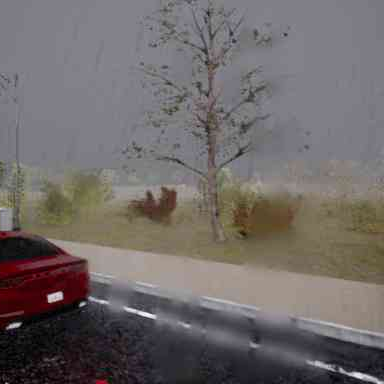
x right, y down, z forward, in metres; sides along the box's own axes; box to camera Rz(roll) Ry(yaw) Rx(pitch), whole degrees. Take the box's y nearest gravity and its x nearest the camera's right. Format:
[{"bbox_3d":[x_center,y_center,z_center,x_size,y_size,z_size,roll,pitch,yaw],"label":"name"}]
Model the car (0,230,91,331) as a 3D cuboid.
[{"bbox_3d":[-4.163,1.524,6.719,5.008,1.535,1.882,0,0,36],"label":"car"}]
